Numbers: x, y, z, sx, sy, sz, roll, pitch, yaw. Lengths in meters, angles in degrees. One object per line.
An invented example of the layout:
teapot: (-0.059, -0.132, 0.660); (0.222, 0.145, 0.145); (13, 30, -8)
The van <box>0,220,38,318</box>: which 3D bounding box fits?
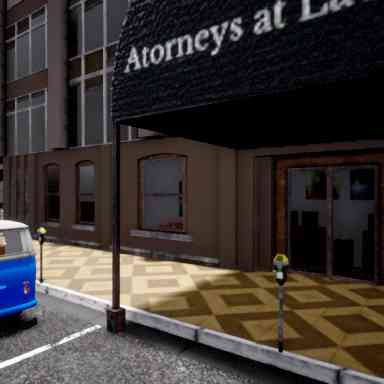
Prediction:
van: (-4.540, 1.341, 6.098); (3.998, 1.788, 1.690); (0, 0, 35)
